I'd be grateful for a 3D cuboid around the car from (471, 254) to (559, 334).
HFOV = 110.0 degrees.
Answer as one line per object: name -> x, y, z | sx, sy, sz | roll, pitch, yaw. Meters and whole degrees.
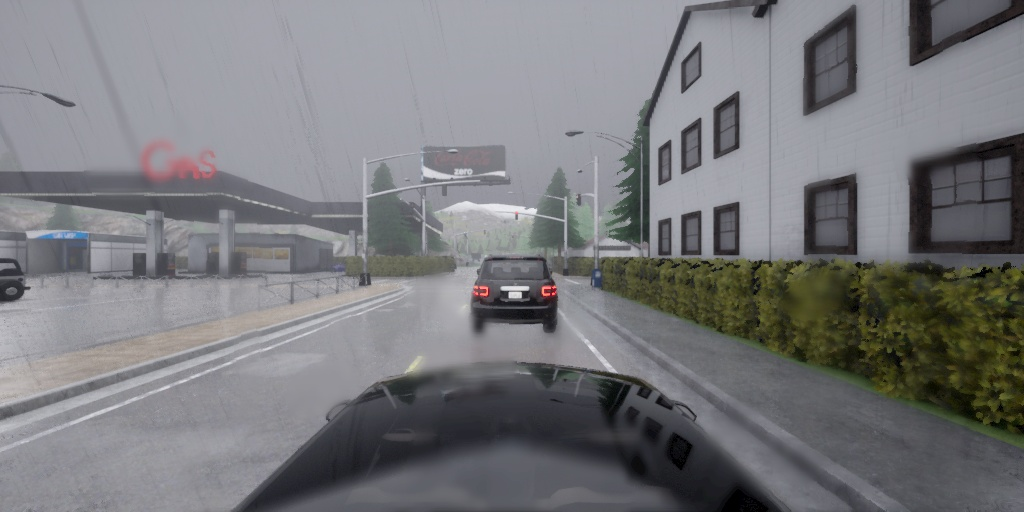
car -> 0.081, 0.971, 10.745 | 2.150, 2.045, 5.566 | 0, 0, 0
